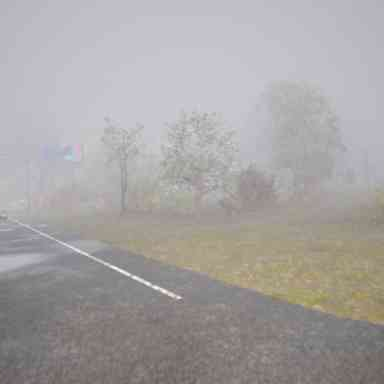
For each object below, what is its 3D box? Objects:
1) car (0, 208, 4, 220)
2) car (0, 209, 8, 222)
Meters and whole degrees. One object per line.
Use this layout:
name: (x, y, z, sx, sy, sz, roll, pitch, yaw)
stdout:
car: (-26.812, 3.010, 45.384, 1.812, 1.442, 4.674, -3, 0, -32)
car: (-22.832, 2.864, 39.197, 1.895, 1.301, 4.718, -3, 0, -32)
